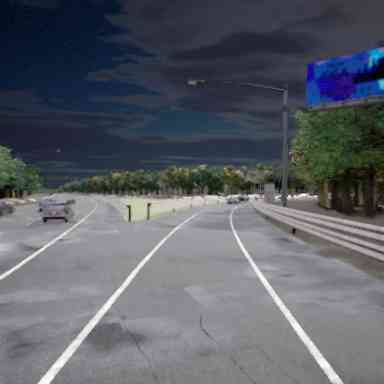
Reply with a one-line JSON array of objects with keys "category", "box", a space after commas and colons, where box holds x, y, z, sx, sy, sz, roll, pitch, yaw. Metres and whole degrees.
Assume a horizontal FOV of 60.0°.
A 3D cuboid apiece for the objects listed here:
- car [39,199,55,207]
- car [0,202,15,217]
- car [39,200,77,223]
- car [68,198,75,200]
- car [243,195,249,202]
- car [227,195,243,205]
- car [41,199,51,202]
[{"category": "car", "box": [-26.196, 1.924, 60.194, 1.994, 1.385, 4.181, 0, -1, -15]}, {"category": "car", "box": [-19.113, 1.672, 32.872, 2.033, 1.411, 5.357, 0, -1, -14]}, {"category": "car", "box": [-10.714, 1.660, 26.920, 2.033, 1.411, 5.357, 0, -1, -13]}, {"category": "car", "box": [-25.656, 2.004, 70.845, 1.812, 1.442, 4.674, 0, -1, -16]}, {"category": "car", "box": [10.898, 1.435, 71.199, 1.837, 1.490, 4.892, 1, 0, 23]}, {"category": "car", "box": [7.754, 1.625, 61.892, 1.994, 1.385, 4.181, 1, 0, 18]}, {"category": "car", "box": [-17.470, 1.751, 40.902, 2.033, 1.411, 5.357, 0, -1, -14]}]
